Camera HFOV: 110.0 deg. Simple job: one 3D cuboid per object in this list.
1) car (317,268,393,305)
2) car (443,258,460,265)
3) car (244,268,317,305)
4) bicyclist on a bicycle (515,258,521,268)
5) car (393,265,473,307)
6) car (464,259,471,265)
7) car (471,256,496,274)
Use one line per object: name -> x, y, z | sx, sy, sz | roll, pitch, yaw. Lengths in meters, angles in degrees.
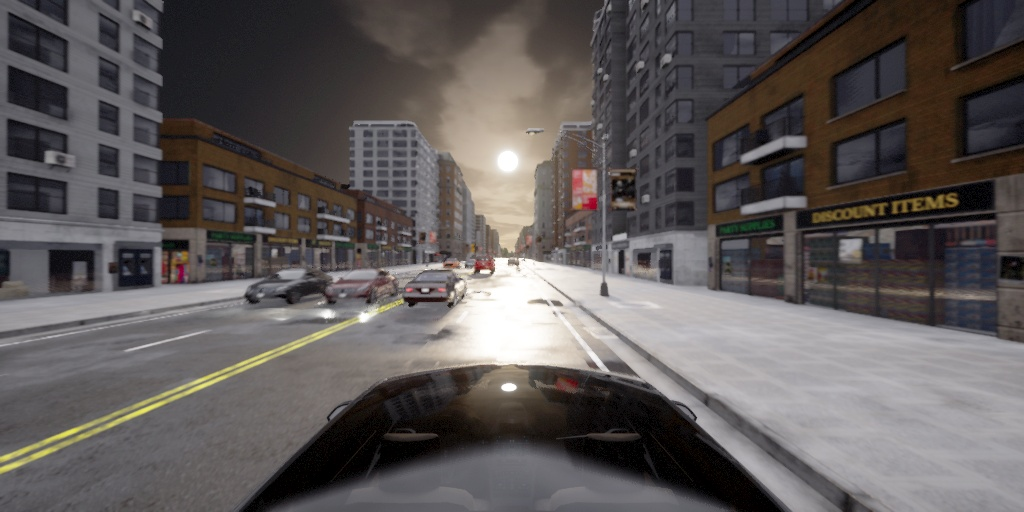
car -> -6.599, 1.278, 16.291 | 1.812, 1.442, 4.674 | 0, 0, 0
car -> -9.800, 1.112, 58.124 | 2.097, 1.767, 4.553 | 0, 0, 1
car -> -9.849, 1.278, 16.369 | 1.812, 1.442, 4.674 | 0, 0, 0
bicyclist on a bicycle -> 0.886, 1.195, 52.610 | 0.866, 1.612, 1.509 | 0, 0, 0
car -> -3.152, 1.299, 15.554 | 2.033, 1.411, 5.357 | 0, 0, 0
car -> -6.550, 1.252, 58.028 | 2.128, 1.511, 4.902 | 0, 0, 1
car -> -3.150, 0.978, 42.335 | 2.150, 2.045, 5.566 | 0, 0, 0
